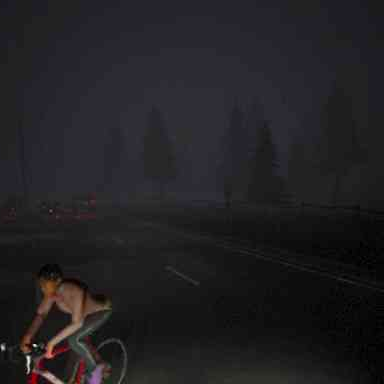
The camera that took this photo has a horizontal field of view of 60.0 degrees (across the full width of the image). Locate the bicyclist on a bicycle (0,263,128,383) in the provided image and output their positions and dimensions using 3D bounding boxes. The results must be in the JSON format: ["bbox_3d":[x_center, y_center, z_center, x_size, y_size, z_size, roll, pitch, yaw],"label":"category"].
[{"bbox_3d":[-1.164,1.455,3.096,0.582,1.620,1.656,0,2,30],"label":"bicyclist on a bicycle"}]

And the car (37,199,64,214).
[{"bbox_3d":[-15.171,1.601,35.481,1.895,1.301,4.718,0,0,-26],"label":"car"}]

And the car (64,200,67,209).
[{"bbox_3d":[-16.581,1.526,46.124,1.812,1.442,4.674,0,0,-26],"label":"car"}]

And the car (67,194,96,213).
[{"bbox_3d":[-12.317,1.221,37.468,2.150,2.045,5.566,0,0,-26],"label":"car"}]

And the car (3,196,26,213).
[{"bbox_3d":[-19.980,1.505,37.326,1.837,1.490,4.892,0,0,-26],"label":"car"}]

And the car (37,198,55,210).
[{"bbox_3d":[-19.037,1.564,43.332,1.994,1.385,4.181,0,0,-27],"label":"car"}]
